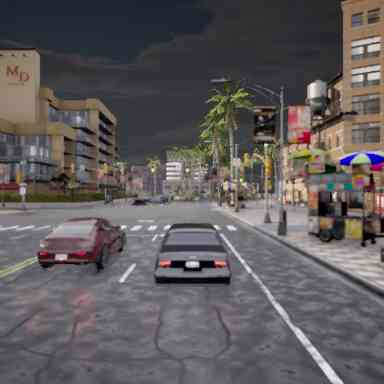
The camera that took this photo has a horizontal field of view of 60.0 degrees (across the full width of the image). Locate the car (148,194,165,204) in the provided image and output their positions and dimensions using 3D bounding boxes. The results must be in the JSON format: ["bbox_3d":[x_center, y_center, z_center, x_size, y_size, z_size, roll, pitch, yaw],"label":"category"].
[{"bbox_3d":[-7.567,1.660,70.949,2.097,1.767,4.553,0,0,0],"label":"car"}]

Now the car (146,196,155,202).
[{"bbox_3d":[-11.226,1.928,90.346,2.033,1.411,5.357,0,0,0],"label":"car"}]

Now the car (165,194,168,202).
[{"bbox_3d":[-7.643,1.570,80.289,2.150,2.045,5.566,0,0,0],"label":"car"}]

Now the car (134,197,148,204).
[{"bbox_3d":[-11.067,1.900,70.905,1.895,1.301,4.718,0,0,0],"label":"car"}]

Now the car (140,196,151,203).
[{"bbox_3d":[-11.141,1.822,80.048,1.882,1.535,5.008,0,0,0],"label":"car"}]

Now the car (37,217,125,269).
[{"bbox_3d":[-3.504,1.574,11.194,1.812,1.442,4.674,0,0,0],"label":"car"}]

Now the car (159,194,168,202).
[{"bbox_3d":[-7.736,1.616,91.038,2.150,2.045,5.566,0,0,0],"label":"car"}]

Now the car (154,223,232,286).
[{"bbox_3d":[0.006,1.589,9.556,2.033,1.411,5.357,0,0,0],"label":"car"}]
